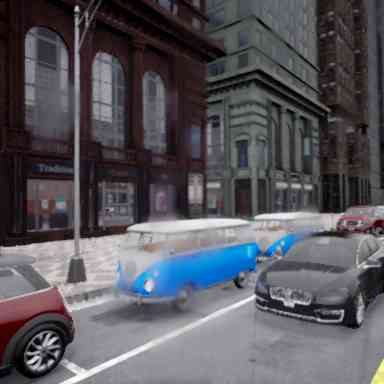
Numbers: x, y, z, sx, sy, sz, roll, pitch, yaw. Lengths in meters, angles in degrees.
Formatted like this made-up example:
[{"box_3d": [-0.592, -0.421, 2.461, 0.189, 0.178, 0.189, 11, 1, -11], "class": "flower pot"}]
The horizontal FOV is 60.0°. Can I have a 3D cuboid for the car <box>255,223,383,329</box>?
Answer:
[{"box_3d": [3.203, 1.708, 7.579, 1.837, 1.490, 4.892, -2, -2, 40], "class": "car"}]

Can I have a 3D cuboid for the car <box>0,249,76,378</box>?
[{"box_3d": [-3.556, 1.586, 3.744, 1.967, 1.590, 4.097, -2, -2, 40], "class": "car"}]

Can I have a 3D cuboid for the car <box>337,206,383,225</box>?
[{"box_3d": [10.806, 1.855, 21.121, 2.192, 1.841, 5.009, -2, -2, 40], "class": "car"}]

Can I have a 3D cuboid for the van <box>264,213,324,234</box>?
[{"box_3d": [3.625, 1.683, 12.433, 1.690, 1.788, 3.998, -2, -2, 40], "class": "van"}]

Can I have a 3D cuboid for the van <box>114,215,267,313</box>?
[{"box_3d": [0.034, 1.585, 8.090, 1.690, 1.788, 3.998, -2, -2, 40], "class": "van"}]
